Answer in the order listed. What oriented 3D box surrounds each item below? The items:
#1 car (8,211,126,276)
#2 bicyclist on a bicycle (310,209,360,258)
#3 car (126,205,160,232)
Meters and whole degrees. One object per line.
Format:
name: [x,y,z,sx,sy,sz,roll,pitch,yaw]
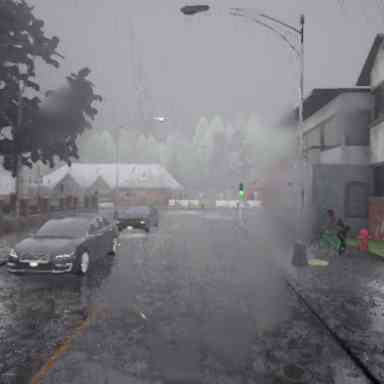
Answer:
car: [-3.652,1.468,10.343,1.837,1.490,4.892,1,0,3]
bicyclist on a bicycle: [4.785,1.391,11.139,1.656,1.620,0.582,0,0,3]
car: [-3.140,1.513,20.278,2.033,1.411,5.357,1,0,3]
